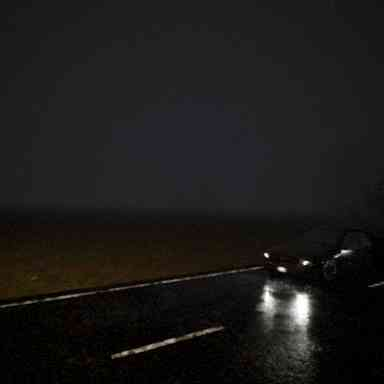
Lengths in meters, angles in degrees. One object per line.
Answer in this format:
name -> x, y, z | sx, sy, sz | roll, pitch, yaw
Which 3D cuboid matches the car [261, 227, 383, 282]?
car -> 4.738, 1.895, 11.052 | 5.357, 1.411, 2.033 | 2, -1, -35
